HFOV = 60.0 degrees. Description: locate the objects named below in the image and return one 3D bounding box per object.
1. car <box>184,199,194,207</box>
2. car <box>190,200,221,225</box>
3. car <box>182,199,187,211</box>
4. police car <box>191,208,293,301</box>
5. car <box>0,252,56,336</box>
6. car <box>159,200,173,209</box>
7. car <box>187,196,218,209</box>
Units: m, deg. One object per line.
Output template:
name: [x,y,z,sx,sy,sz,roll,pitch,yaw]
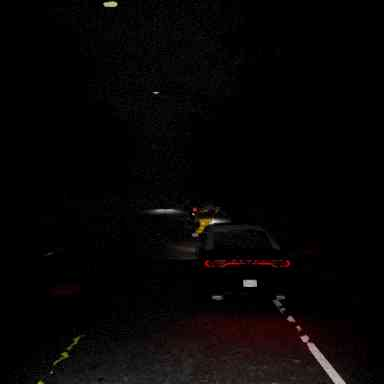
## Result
car: [-0.581,1.966,59.425,1.812,1.442,4.674,0,-1,-1]
car: [0.977,1.517,18.672,1.801,1.575,5.366,-1,0,0]
car: [-0.310,1.782,45.340,2.128,1.511,4.902,0,-1,0]
police car: [1.039,1.449,8.578,1.930,1.638,5.238,0,0,0]
car: [-3.604,1.557,4.304,2.033,1.411,5.357,0,0,0]
car: [-3.946,1.944,50.996,1.895,1.301,4.718,0,-1,-1]
car: [0.924,1.317,24.526,2.150,2.045,5.566,-1,0,-1]
